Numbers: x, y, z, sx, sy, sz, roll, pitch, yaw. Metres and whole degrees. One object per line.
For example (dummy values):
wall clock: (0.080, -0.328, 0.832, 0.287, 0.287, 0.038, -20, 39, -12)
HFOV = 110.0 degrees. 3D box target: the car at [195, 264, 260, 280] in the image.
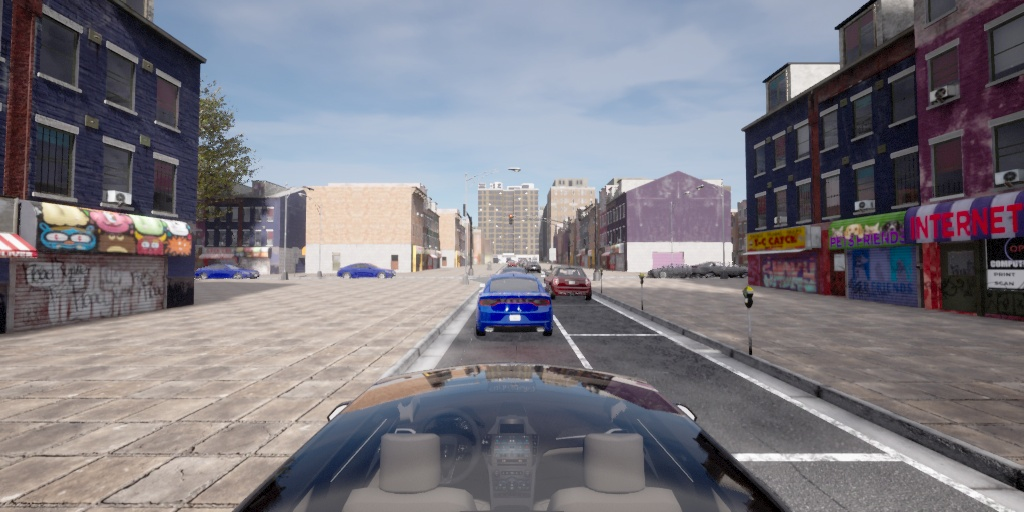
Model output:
car: (-23.688, 1.382, 29.908, 4.674, 1.442, 1.812, 0, -2, 0)

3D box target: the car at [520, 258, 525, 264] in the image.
car: (2.616, 1.448, 55.579, 1.751, 1.417, 4.829, 0, 0, 0)

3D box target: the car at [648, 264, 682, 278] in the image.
car: (14.595, 1.379, 32.628, 4.181, 1.385, 1.994, 0, -2, 0)

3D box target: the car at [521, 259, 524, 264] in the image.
car: (2.617, 1.452, 49.973, 1.948, 1.339, 4.313, 0, 0, 0)

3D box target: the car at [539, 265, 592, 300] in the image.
car: (2.629, 1.206, 17.793, 1.967, 1.591, 4.097, 0, 0, 0)

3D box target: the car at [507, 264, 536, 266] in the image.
car: (0.093, 1.292, 17.992, 1.812, 1.442, 4.674, 0, 0, 0)

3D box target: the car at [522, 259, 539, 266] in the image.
car: (2.620, 1.420, 44.537, 1.948, 1.339, 4.313, 0, 0, 0)

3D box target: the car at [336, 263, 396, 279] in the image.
car: (-12.066, 1.293, 29.838, 4.674, 1.442, 1.812, 0, -2, 0)

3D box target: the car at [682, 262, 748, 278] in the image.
car: (17.273, 1.209, 29.665, 4.902, 1.511, 2.128, 0, -2, 0)

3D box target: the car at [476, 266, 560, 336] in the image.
car: (0.036, 1.233, 10.482, 1.882, 1.535, 5.008, 0, 0, -1)
